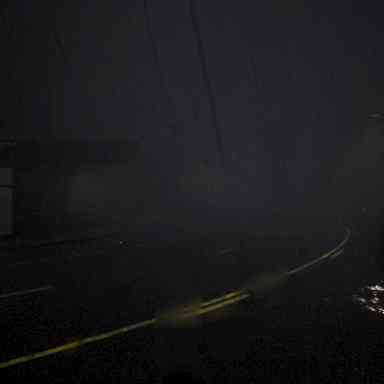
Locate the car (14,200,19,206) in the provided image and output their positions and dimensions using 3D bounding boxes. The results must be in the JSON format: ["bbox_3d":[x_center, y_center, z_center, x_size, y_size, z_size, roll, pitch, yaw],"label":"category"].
[{"bbox_3d":[-31.658,1.636,55.866,4.611,1.667,2.242,-1,0,2],"label":"car"}]

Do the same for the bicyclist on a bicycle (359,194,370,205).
[{"bbox_3d":[26.166,1.188,50.589,1.656,1.620,0.582,-9,0,10],"label":"bicyclist on a bicycle"}]

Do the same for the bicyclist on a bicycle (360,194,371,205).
[{"bbox_3d":[26.732,1.108,51.371,1.656,1.620,0.582,-1,0,-25],"label":"bicyclist on a bicycle"}]
